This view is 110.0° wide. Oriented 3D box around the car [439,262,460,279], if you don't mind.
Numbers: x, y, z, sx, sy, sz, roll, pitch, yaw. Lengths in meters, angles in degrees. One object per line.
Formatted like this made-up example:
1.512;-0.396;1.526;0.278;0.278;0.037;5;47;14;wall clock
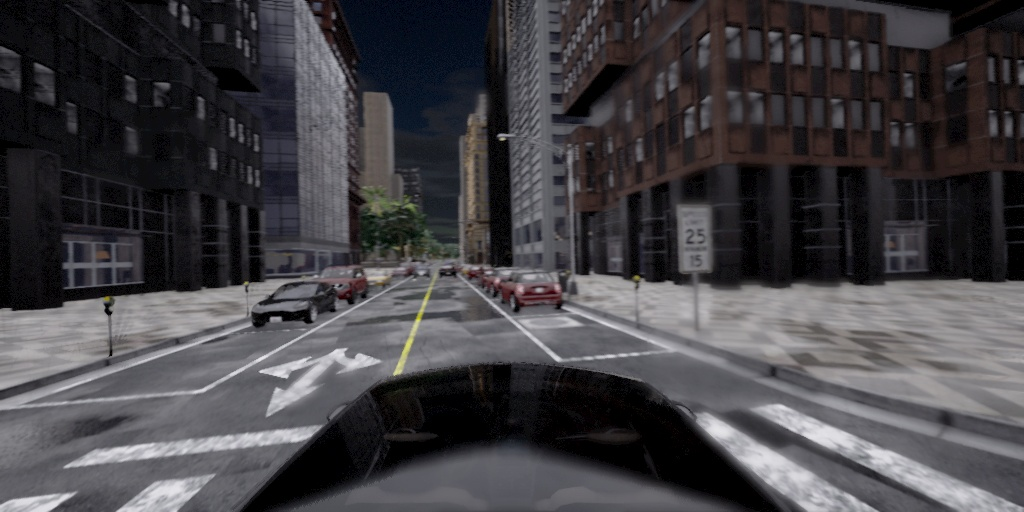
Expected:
-7.376;1.745;41.477;1.882;1.535;5.008;-1;0;-10;car

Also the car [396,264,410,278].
-13.983;2.062;45.168;1.802;1.307;4.207;0;0;-11;car

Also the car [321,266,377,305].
-8.758;1.439;18.548;2.192;1.841;5.009;0;0;-11;car

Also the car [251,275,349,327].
-7.713;1.620;13.224;1.948;1.339;4.313;0;0;-11;car

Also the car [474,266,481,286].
-1.440;1.559;25.512;1.802;1.307;4.207;0;0;-11;car

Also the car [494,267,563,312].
0.650;1.277;14.866;1.967;1.591;4.097;0;0;-11;car

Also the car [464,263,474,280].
-3.529;1.664;36.158;1.888;1.381;4.507;0;0;-11;car

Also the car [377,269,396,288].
-10.815;1.790;29.029;1.751;1.417;4.829;0;0;-11;car

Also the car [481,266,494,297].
-0.395;1.347;20.189;1.967;1.591;4.097;0;0;-11;car

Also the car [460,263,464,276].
-5.652;1.788;46.970;1.751;1.417;4.829;0;0;-11;car

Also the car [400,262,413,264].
-15.028;1.868;50.492;2.192;1.841;5.009;0;0;-11;car

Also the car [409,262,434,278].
-10.869;1.872;43.546;2.128;1.511;4.902;-1;0;-11;car
